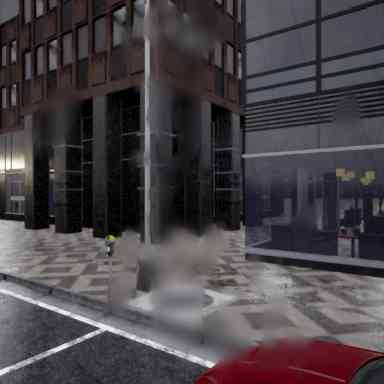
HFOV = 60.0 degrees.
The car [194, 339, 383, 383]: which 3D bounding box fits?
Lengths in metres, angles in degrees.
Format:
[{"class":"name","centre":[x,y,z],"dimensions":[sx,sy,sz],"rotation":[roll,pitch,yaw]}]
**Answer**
[{"class":"car","centre":[1.961,1.545,1.563],"dimensions":[4.507,1.381,1.887],"rotation":[0,0,36]}]
